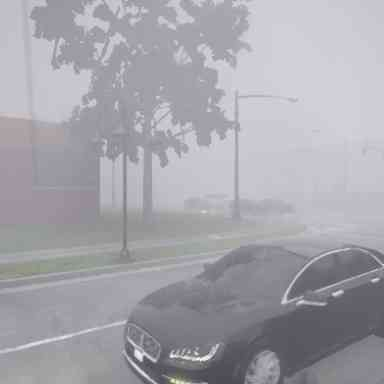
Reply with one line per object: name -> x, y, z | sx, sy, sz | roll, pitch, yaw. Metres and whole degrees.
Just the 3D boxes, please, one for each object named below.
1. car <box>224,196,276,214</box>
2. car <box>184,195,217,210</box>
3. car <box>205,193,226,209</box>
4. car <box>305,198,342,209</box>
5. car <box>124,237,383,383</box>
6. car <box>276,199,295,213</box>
car -> 6.016, 1.478, 35.097 | 1.882, 1.535, 5.008 | 0, 0, -34
car -> 0.747, 1.505, 42.987 | 1.837, 1.490, 4.892 | 0, 0, -33
car -> 3.615, 1.221, 45.003 | 2.150, 2.045, 5.566 | 0, 0, -34
car -> 17.217, 1.491, 43.867 | 2.128, 1.511, 4.902 | 0, 0, -34
car -> 1.404, 1.505, 4.990 | 4.892, 1.490, 1.837 | 0, 0, -35
car -> 9.086, 1.505, 36.801 | 1.837, 1.490, 4.892 | 0, 0, -34
